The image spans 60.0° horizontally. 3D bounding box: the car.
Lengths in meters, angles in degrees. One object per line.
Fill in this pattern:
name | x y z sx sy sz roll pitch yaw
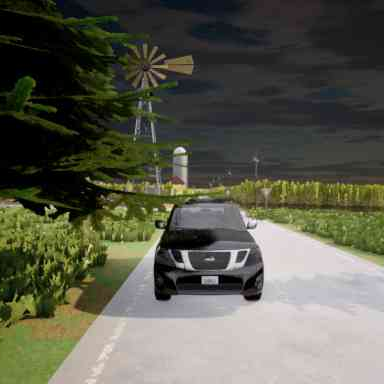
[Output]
car | 0.336 1.221 8.697 2.150 2.045 5.566 0 0 0
